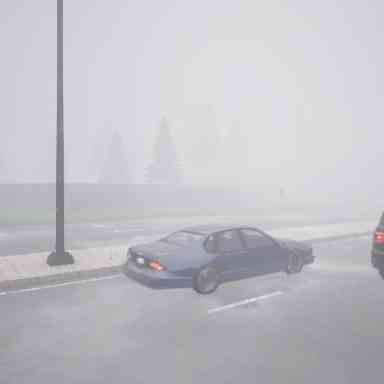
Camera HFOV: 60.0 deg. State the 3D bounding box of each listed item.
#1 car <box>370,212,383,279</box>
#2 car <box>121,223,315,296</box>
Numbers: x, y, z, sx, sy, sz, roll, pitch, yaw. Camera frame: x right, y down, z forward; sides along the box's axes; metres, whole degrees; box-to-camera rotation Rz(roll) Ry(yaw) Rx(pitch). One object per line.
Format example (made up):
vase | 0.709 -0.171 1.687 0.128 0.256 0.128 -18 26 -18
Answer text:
car | 6.852 1.222 8.634 5.566 2.045 2.150 0 0 -36
car | 0.912 1.547 8.695 5.357 1.411 2.033 0 0 -35
